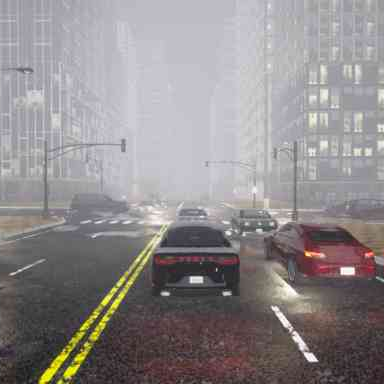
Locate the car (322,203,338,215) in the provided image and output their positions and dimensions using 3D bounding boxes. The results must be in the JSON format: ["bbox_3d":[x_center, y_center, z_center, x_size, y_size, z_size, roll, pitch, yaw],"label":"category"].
[{"bbox_3d":[16.182,1.637,35.047,4.674,1.442,1.812,1,1,1],"label":"car"}]

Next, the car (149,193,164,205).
[{"bbox_3d":[-6.776,1.175,59.757,2.150,2.045,5.566,0,0,0],"label":"car"}]

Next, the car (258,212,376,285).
[{"bbox_3d":[3.319,1.521,9.396,1.812,1.442,4.674,0,0,0],"label":"car"}]

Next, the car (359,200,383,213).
[{"bbox_3d":[21.684,1.643,37.563,4.829,1.417,1.752,1,0,1],"label":"car"}]

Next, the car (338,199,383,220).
[{"bbox_3d":[16.103,1.519,29.258,5.009,1.841,2.192,1,0,1],"label":"car"}]

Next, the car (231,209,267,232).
[{"bbox_3d":[3.288,1.591,18.514,1.895,1.301,4.718,0,0,0],"label":"car"}]

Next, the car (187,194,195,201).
[{"bbox_3d":[-0.266,1.396,79.994,1.882,1.535,5.008,0,0,0],"label":"car"}]

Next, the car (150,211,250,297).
[{"bbox_3d":[0.067,1.474,8.630,1.882,1.535,5.008,0,0,0],"label":"car"}]

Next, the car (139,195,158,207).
[{"bbox_3d":[-6.760,1.528,50.724,1.994,1.385,4.181,0,0,0],"label":"car"}]

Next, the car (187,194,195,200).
[{"bbox_3d":[-0.302,1.267,90.411,2.128,1.511,4.902,0,0,0],"label":"car"}]

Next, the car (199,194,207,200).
[{"bbox_3d":[2.948,1.267,90.421,2.128,1.511,4.902,0,0,0],"label":"car"}]

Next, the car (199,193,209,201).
[{"bbox_3d":[2.984,1.143,80.033,2.150,2.045,5.566,0,0,0],"label":"car"}]

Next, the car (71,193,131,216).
[{"bbox_3d":[-8.794,1.165,32.136,5.566,2.045,2.150,0,1,1],"label":"car"}]

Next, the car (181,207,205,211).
[{"bbox_3d":[0.037,1.538,18.451,2.033,1.411,5.357,0,0,0],"label":"car"}]
